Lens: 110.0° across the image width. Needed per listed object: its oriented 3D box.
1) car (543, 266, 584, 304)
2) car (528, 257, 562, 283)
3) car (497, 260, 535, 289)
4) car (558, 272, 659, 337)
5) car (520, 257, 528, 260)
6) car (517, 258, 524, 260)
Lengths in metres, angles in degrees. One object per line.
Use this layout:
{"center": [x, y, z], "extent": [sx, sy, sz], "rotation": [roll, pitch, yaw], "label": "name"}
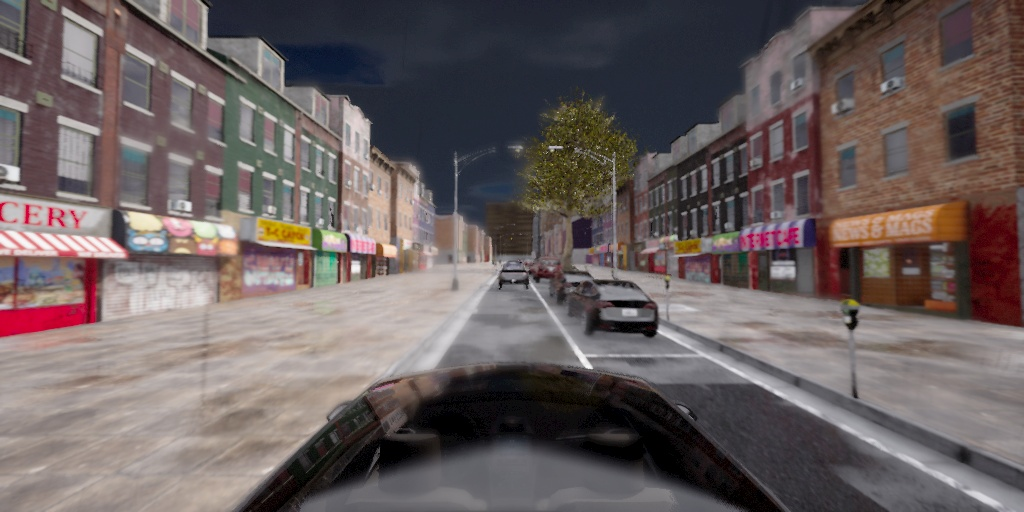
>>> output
{"center": [2.640, 1.300, 15.752], "extent": [1.948, 1.339, 4.313], "rotation": [0, 0, 0], "label": "car"}
{"center": [2.639, 1.028, 26.859], "extent": [2.192, 1.841, 5.009], "rotation": [0, 0, 0], "label": "car"}
{"center": [0.098, 1.211, 22.832], "extent": [2.128, 1.511, 4.902], "rotation": [0, 0, 0], "label": "car"}
{"center": [2.640, 1.310, 10.195], "extent": [1.948, 1.339, 4.313], "rotation": [0, 0, 0], "label": "car"}
{"center": [2.637, 1.147, 60.179], "extent": [1.967, 1.591, 4.097], "rotation": [0, 0, 0], "label": "car"}
{"center": [0.109, 1.225, 38.646], "extent": [1.812, 1.442, 4.674], "rotation": [0, 0, 0], "label": "car"}
